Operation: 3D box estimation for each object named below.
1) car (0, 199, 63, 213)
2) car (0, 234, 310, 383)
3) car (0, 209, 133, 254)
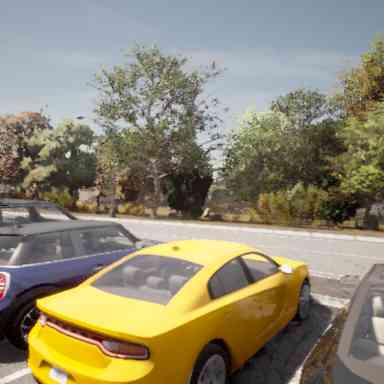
[{"bbox_3d":[-4.236,1.194,8.210,2.435,2.045,5.566,0,0,36],"label":"car"},{"bbox_3d":[0.259,1.463,4.957,2.097,1.535,5.008,0,0,36],"label":"car"},{"bbox_3d":[-2.015,1.326,6.550,2.185,1.767,4.553,0,0,36],"label":"car"}]
